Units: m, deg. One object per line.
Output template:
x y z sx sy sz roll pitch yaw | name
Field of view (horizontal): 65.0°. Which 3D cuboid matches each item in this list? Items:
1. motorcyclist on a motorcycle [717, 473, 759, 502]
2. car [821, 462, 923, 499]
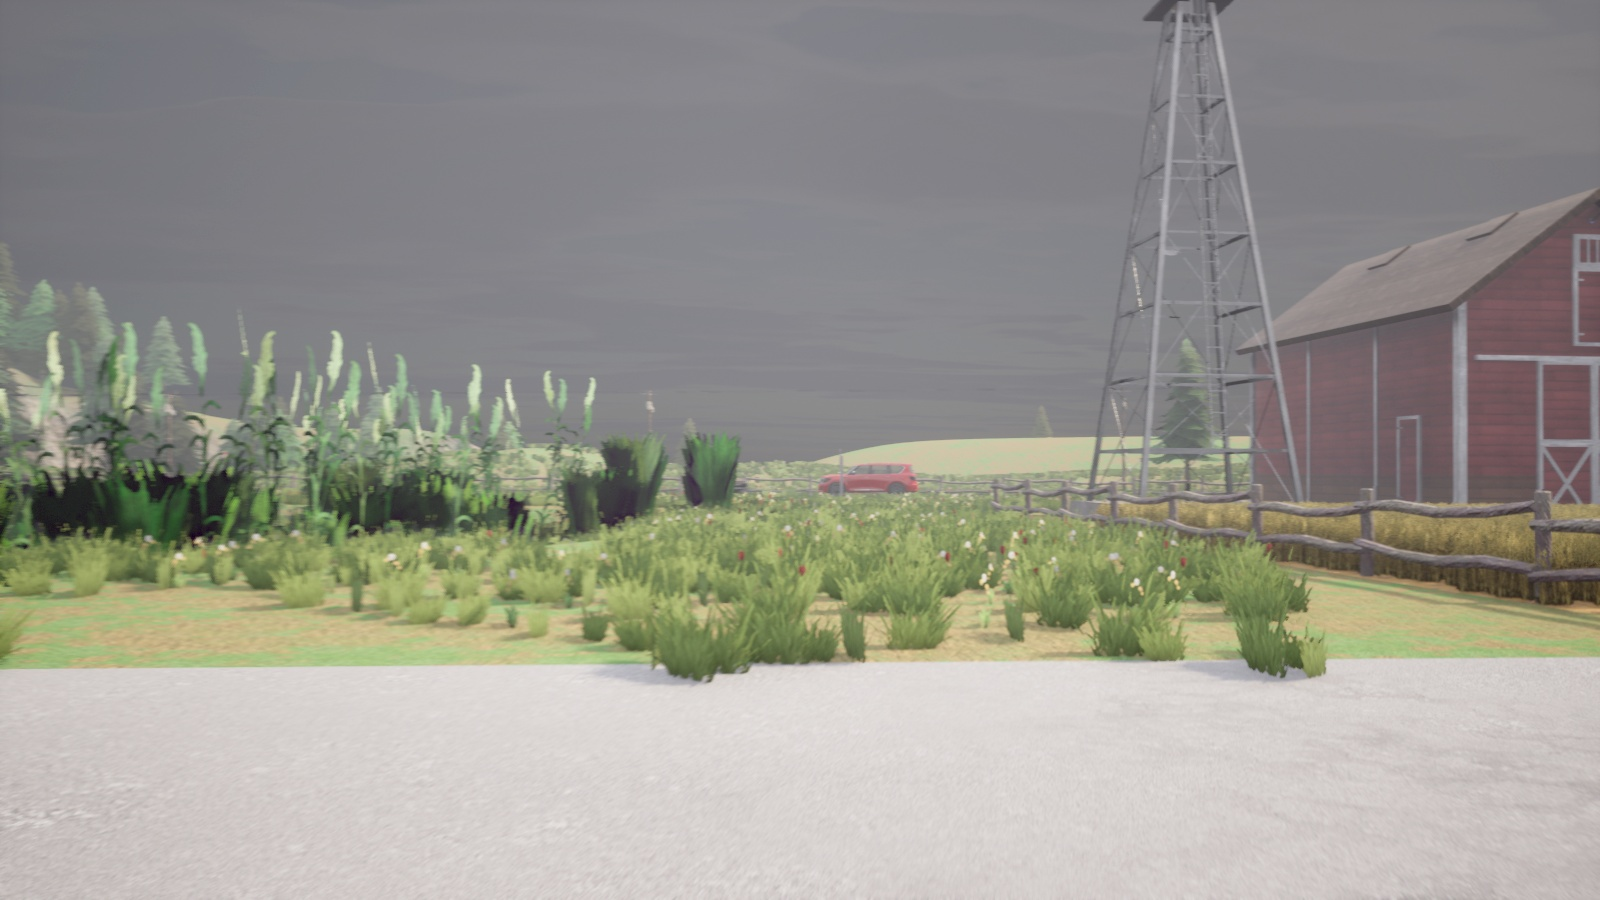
-3.285 1.982 66.896 2.191 1.530 0.866 0 -1 1 | motorcyclist on a motorcycle
3.962 1.696 69.959 5.566 2.045 2.150 0 -1 1 | car
